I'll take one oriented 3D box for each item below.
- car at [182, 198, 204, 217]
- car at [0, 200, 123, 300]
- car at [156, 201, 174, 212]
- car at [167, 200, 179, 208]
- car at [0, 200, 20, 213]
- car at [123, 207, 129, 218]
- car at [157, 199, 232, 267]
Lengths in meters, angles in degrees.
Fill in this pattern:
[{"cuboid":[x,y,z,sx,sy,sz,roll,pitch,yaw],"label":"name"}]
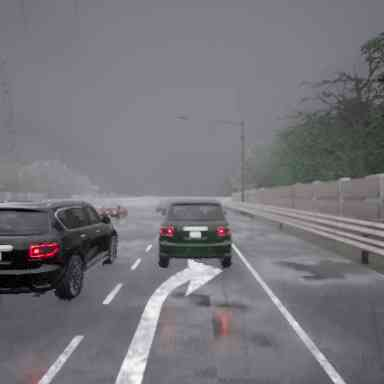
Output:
[{"cuboid":[0.090,1.552,34.221,2.097,1.767,4.553,0,-1,0],"label":"car"},{"cuboid":[-3.503,1.239,8.547,2.150,2.045,5.566,0,0,0],"label":"car"},{"cuboid":[-3.513,1.900,43.688,1.994,1.385,4.181,0,-1,0],"label":"car"},{"cuboid":[-3.518,2.206,62.439,1.837,1.490,4.892,0,-1,0],"label":"car"},{"cuboid":[-24.590,1.819,42.909,2.128,1.511,4.902,0,-1,0],"label":"car"},{"cuboid":[-6.909,1.745,29.413,1.895,1.301,4.718,0,-1,0],"label":"car"},{"cuboid":[0.096,1.247,11.649,2.150,2.045,5.566,0,0,0],"label":"car"}]
